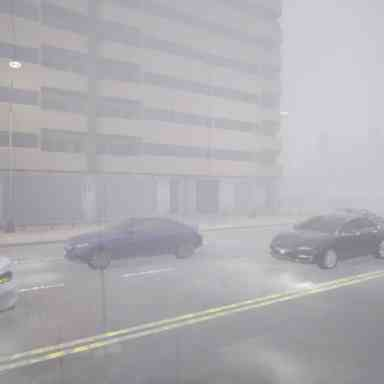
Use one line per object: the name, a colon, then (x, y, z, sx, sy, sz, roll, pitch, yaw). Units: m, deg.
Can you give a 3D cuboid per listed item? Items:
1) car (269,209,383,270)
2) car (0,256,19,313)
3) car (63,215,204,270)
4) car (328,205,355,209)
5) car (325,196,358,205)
car: (4.715, 1.505, 11.067, 4.892, 1.490, 1.837, 0, 0, -32)
car: (-5.083, 1.526, 4.707, 4.674, 1.442, 1.812, 0, 0, -35)
car: (-1.796, 1.526, 11.096, 4.674, 1.442, 1.812, 0, 0, -32)
car: (8.236, 1.564, 17.413, 4.181, 1.385, 1.994, 0, 0, -32)
car: (22.904, 1.449, 51.061, 1.837, 1.490, 4.892, 0, 0, -31)
